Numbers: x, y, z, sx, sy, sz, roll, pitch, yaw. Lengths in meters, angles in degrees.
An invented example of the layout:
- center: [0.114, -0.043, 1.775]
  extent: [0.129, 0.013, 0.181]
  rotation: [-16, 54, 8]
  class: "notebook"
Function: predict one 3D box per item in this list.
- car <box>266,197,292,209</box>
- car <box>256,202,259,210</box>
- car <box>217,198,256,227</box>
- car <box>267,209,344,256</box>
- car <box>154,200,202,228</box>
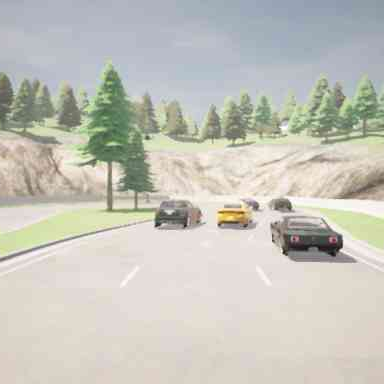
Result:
- center: [9.925, 1.363, 38.148]
  extent: [1.837, 1.490, 4.892]
  rotation: [1, 0, -2]
  class: "car"
- center: [6.387, 1.399, 39.842]
  extent: [2.033, 1.411, 5.357]
  rotation: [0, 0, -9]
  class: "car"
- center: [2.930, 1.395, 22.164]
  extent: [1.882, 1.535, 5.008]
  rotation: [0, 1, 15]
  class: "car"
- center: [4.182, 1.552, 12.904]
  extent: [1.895, 1.301, 4.718]
  rotation: [0, 0, 7]
  class: "car"
- center: [-0.784, 1.271, 21.711]
  extent: [2.097, 1.767, 4.553]
  rotation: [0, 0, 15]
  class: "car"
